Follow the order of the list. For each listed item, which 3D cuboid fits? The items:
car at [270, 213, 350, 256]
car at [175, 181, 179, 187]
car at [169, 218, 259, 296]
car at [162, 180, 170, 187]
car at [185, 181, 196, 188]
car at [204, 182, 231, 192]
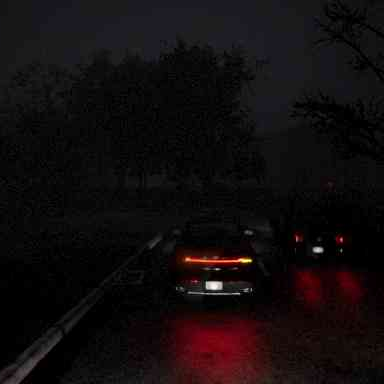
[{"bbox_3d":[4.109,1.424,12.445,1.895,1.301,4.718,0,2,6],"label":"car"},{"bbox_3d":[-3.300,-2.064,83.580,1.994,1.385,4.181,0,1,-5],"label":"car"},{"bbox_3d":[0.533,1.416,8.481,1.837,1.490,4.892,0,1,3],"label":"car"},{"bbox_3d":[-6.553,-2.244,83.428,2.097,1.767,4.553,0,1,-5],"label":"car"},{"bbox_3d":[-0.466,-1.559,67.362,1.837,1.490,4.892,-1,3,-12],"label":"car"},{"bbox_3d":[4.076,-0.844,54.169,4.892,1.490,1.837,3,3,44],"label":"car"}]
